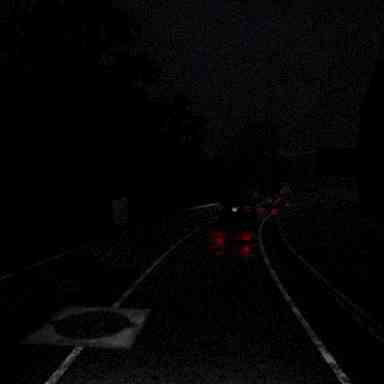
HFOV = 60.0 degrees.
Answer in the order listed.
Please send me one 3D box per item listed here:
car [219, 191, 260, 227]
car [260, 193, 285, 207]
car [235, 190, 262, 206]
[{"bbox_3d":[3.193,1.123,22.546,2.150,2.045,5.566,1,1,14],"label":"car"},{"bbox_3d":[10.250,0.964,41.064,1.801,1.575,5.366,3,3,26],"label":"car"},{"bbox_3d":[7.414,0.681,43.488,2.097,1.767,4.553,3,3,28],"label":"car"}]
